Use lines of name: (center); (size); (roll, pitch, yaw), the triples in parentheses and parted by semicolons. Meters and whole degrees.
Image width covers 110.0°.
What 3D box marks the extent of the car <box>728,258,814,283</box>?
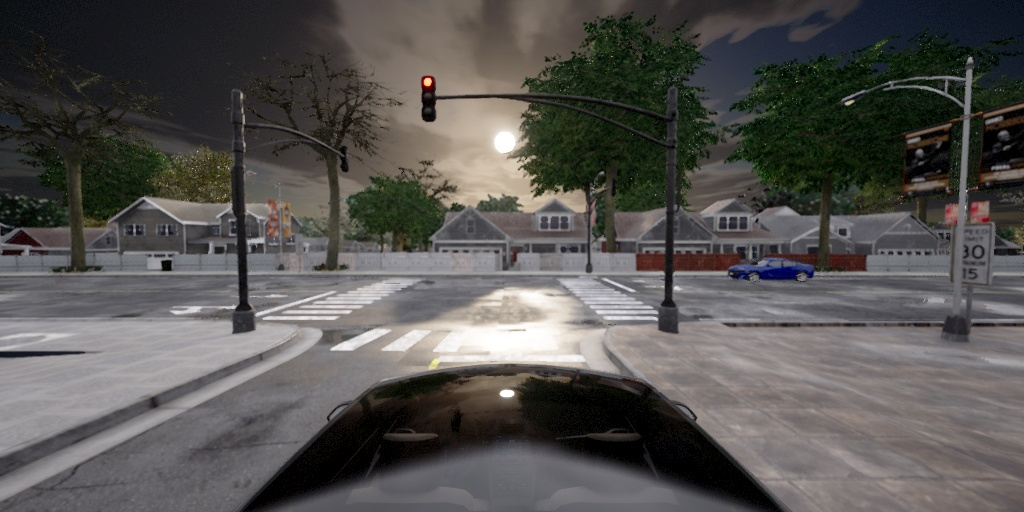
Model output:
car: (16.983, 0.895, 23.655); (5.008, 1.535, 1.882); (0, 3, 0)
